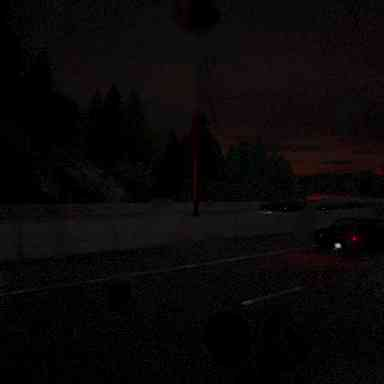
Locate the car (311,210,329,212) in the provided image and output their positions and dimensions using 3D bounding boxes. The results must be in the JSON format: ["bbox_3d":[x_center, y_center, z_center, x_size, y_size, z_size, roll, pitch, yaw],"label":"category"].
[{"bbox_3d":[16.553,2.023,41.441,1.895,1.301,4.718,0,0,44],"label":"car"}]

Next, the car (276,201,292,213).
[{"bbox_3d":[13.055,1.906,43.355,4.892,1.490,1.837,-1,2,-42],"label":"car"}]

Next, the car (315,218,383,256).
[{"bbox_3d":[7.233,1.757,13.980,4.718,1.301,1.895,1,0,-39],"label":"car"}]

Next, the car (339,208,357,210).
[{"bbox_3d":[18.965,1.931,39.447,4.892,1.490,1.837,-1,2,-42],"label":"car"}]

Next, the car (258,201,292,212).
[{"bbox_3d":[11.552,1.957,46.038,5.357,1.411,2.033,1,0,-44],"label":"car"}]
